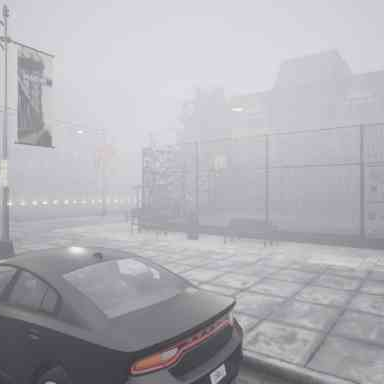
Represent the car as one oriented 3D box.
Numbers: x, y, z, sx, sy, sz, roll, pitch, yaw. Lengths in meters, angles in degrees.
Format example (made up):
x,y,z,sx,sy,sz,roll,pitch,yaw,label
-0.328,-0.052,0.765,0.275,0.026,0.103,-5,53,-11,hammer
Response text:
x,y,z,sx,sy,sz,roll,pitch,yaw,label
-1.785,1.480,4.405,5.008,1.535,2.097,0,0,35,car
